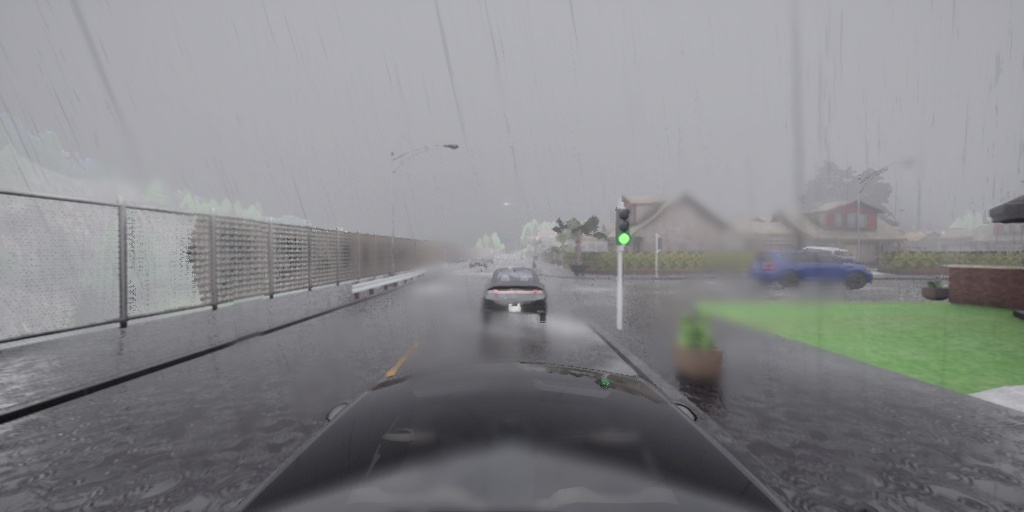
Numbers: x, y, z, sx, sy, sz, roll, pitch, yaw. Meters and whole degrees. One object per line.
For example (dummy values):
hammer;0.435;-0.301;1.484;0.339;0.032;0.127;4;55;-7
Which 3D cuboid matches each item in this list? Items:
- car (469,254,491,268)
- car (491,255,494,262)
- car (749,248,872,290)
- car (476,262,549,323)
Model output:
car;-4.089;0.768;44.309;1.994;1.385;4.181;0;1;0
car;-4.039;0.494;60.933;1.837;1.490;4.892;0;1;1
car;16.315;0.739;19.844;5.566;2.045;2.150;0;1;3
car;0.092;1.115;11.609;2.128;1.511;4.902;0;1;0
